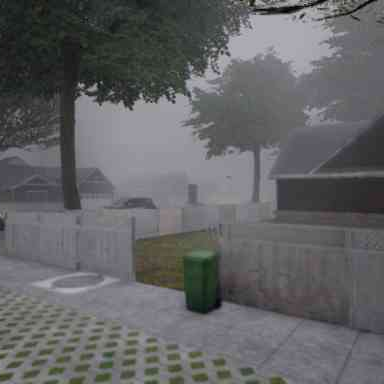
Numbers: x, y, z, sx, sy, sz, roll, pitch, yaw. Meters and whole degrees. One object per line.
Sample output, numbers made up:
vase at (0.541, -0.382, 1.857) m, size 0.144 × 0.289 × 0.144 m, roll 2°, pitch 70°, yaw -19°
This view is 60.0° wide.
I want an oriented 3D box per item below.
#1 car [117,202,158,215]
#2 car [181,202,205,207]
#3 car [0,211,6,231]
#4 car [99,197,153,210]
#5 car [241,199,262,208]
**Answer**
car at (-3.596, 1.817, 26.790) m, size 1.994 × 1.385 × 4.181 m, roll 0°, pitch 0°, yaw 35°
car at (0.114, 1.852, 37.268) m, size 1.994 × 1.385 × 4.181 m, roll 0°, pitch 0°, yaw 34°
car at (-11.312, 1.813, 20.883) m, size 1.895 × 1.301 × 4.718 m, roll 0°, pitch 0°, yaw 35°
car at (-5.566, 1.473, 29.100) m, size 2.150 × 2.045 × 5.566 m, roll 0°, pitch 0°, yaw 35°
car at (8.875, 1.839, 49.678) m, size 2.128 × 1.511 × 4.902 m, roll 0°, pitch 0°, yaw 35°
